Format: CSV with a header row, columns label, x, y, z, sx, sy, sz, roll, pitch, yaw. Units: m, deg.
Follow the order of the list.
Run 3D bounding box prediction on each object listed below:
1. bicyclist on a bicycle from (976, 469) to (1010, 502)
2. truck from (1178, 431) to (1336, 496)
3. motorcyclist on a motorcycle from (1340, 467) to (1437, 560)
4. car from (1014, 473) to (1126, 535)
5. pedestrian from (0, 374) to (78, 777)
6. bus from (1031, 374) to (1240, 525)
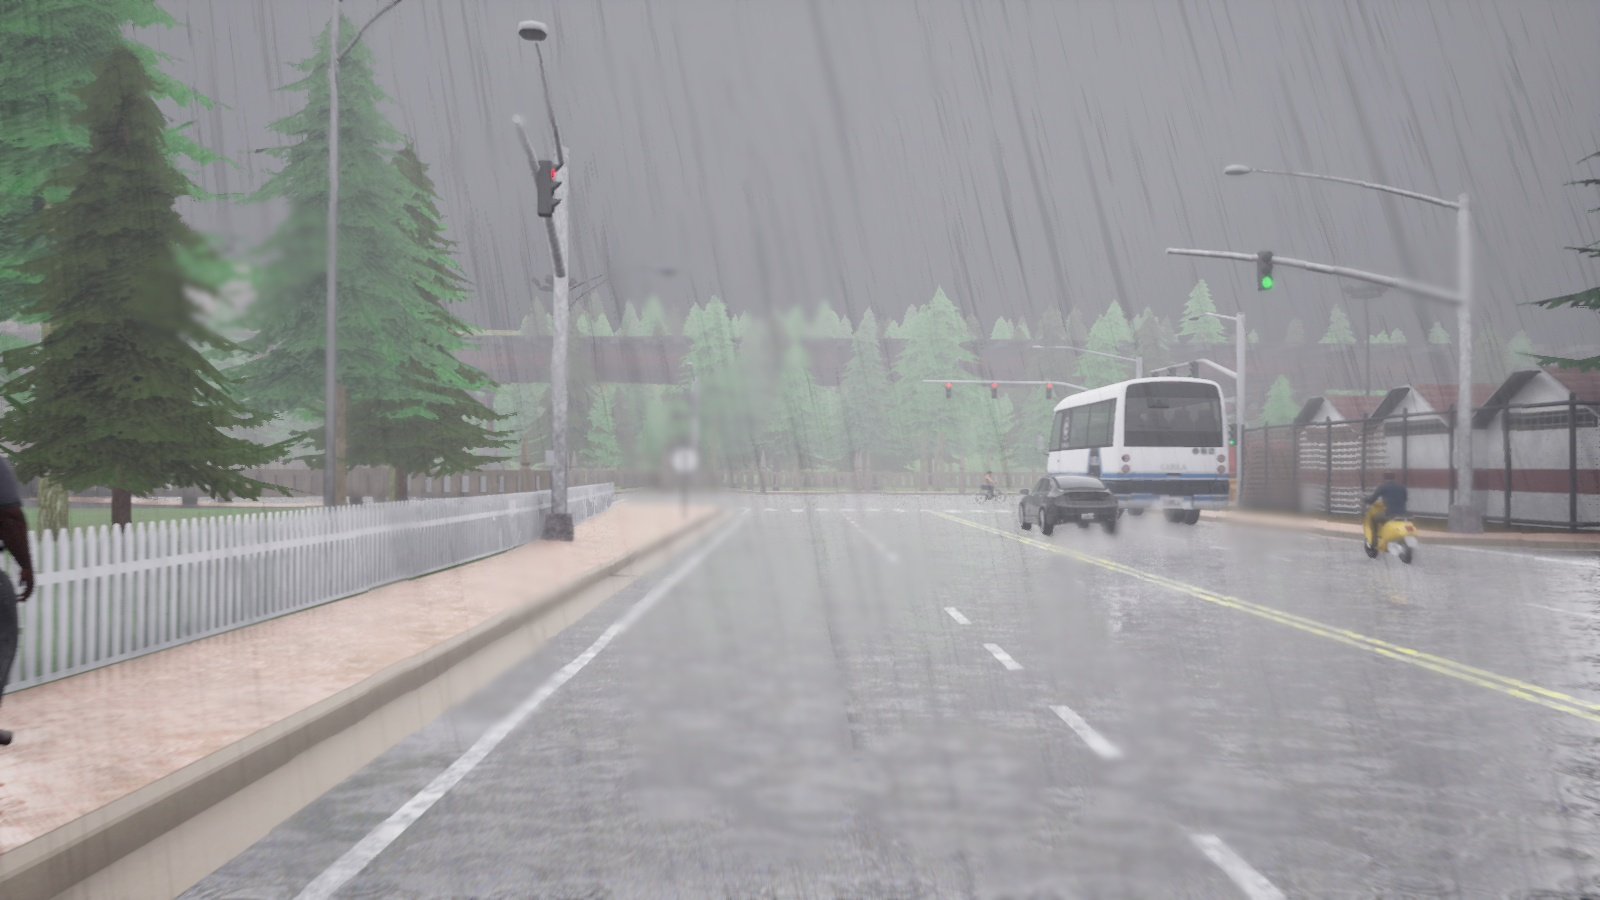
label,x,y,z,sx,sy,sz,roll,pitch,yaw
bicyclist on a bicycle,9.406,1.739,61.277,1.509,1.612,0.866,0,-1,-2
truck,27.517,0.811,75.913,8.468,3.827,2.891,0,-1,-2
motorcyclist on a motorcycle,10.445,1.101,22.369,0.866,1.590,1.817,0,-1,0
car,6.920,1.338,32.638,1.837,1.490,4.892,0,-1,0
pedestrian,-4.021,0.591,6.064,0.563,1.883,0.849,0,-1,0
bus,10.394,0.075,40.508,3.944,4.253,10.273,0,-1,0
